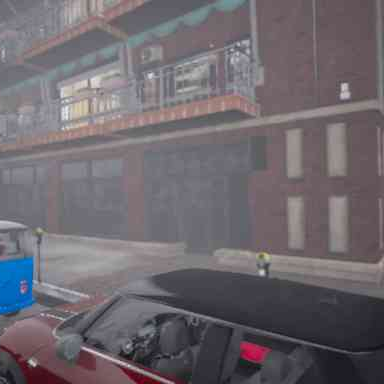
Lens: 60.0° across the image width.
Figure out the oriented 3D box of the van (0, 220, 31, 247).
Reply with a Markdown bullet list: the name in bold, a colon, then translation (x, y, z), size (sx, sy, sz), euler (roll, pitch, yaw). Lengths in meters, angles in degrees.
- **van**: translation (-4.626, 1.351, 6.196), size (3.998, 1.788, 1.690), euler (0, -1, 36)

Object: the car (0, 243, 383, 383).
- **car**: translation (-0.117, 1.443, 2.977), size (4.097, 1.590, 1.967), euler (0, -1, 36)
